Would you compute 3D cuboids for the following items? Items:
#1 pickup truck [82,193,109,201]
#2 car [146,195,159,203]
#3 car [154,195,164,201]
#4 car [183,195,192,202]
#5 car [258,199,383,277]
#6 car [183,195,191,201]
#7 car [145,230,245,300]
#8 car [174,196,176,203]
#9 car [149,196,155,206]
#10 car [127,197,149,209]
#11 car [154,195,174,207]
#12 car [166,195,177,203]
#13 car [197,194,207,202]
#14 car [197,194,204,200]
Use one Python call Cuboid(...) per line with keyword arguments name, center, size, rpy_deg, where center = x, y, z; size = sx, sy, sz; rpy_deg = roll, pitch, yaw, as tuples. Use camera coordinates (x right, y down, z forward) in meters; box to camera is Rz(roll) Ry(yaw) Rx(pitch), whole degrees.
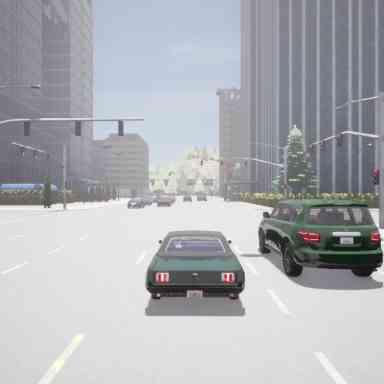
Cuboid(name="pickup truck", center=(-21.147, 1.059, 73.429), size=(2.390, 2.098, 6.274), rpy_deg=(0, 0, 30))
Cuboid(name="car", center=(-7.955, 1.491, 67.744), size=(2.128, 1.511, 4.902), rpy_deg=(0, 0, -1))
Cuboid(name="car", center=(-8.146, 1.392, 82.220), size=(1.895, 1.301, 4.718), rpy_deg=(0, 0, -1))
Cuboid(name="car", center=(-1.011, 1.501, 74.034), size=(1.837, 1.490, 4.892), rpy_deg=(0, 0, -1))
Cuboid(name="car", center=(3.589, 1.221, 10.395), size=(2.150, 2.045, 5.566), rpy_deg=(0, 0, 0))
Cuboid(name="car", center=(-1.238, 1.540, 88.917), size=(2.033, 1.411, 5.357), rpy_deg=(0, 0, -1))
Cuboid(name="car", center=(0.077, 1.601, 8.367), size=(1.895, 1.301, 4.718), rpy_deg=(0, 0, 0))
Cuboid(name="car", center=(-4.419, 1.601, 61.945), size=(1.895, 1.301, 4.718), rpy_deg=(0, 0, 0))
Cuboid(name="car", center=(-7.862, 1.526, 56.009), size=(1.812, 1.442, 4.674), rpy_deg=(0, 0, -1))
Cuboid(name="car", center=(-7.796, 1.491, 46.754), size=(2.128, 1.511, 4.902), rpy_deg=(0, 0, 1))
Cuboid(name="car", center=(-4.301, 1.478, 51.839), size=(1.882, 1.535, 5.008), rpy_deg=(0, 0, -1))
Cuboid(name="car", center=(-4.509, 1.524, 72.399), size=(2.128, 1.511, 4.902), rpy_deg=(0, 0, -1))
Cuboid(name="car", center=(2.402, 1.348, 78.831), size=(2.097, 1.767, 4.553), rpy_deg=(0, 0, -1))
Cuboid(name="car", center=(2.259, 1.386, 89.111), size=(1.882, 1.535, 5.008), rpy_deg=(0, 0, -1))
